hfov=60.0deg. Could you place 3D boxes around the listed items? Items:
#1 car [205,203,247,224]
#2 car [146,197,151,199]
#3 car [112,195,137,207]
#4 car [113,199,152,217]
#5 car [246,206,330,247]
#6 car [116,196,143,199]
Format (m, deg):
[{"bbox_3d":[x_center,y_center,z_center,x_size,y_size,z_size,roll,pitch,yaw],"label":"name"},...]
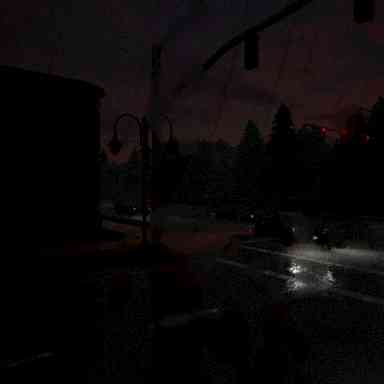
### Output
[{"bbox_3d":[3.209,1.547,25.295,2.033,1.411,5.357,0,0,-35],"label":"car"},{"bbox_3d":[-7.940,1.505,53.780,1.837,1.490,4.892,0,0,-35],"label":"car"},{"bbox_3d":[-10.506,1.352,51.337,2.097,1.767,4.553,0,0,-35],"label":"car"},{"bbox_3d":[-5.761,1.601,32.041,1.895,1.301,4.718,0,0,-35],"label":"car"},{"bbox_3d":[4.354,1.525,15.335,1.812,1.442,4.674,1,0,-12],"label":"car"},{"bbox_3d":[-8.266,1.547,41.858,2.033,1.411,5.357,0,0,-35],"label":"car"}]
